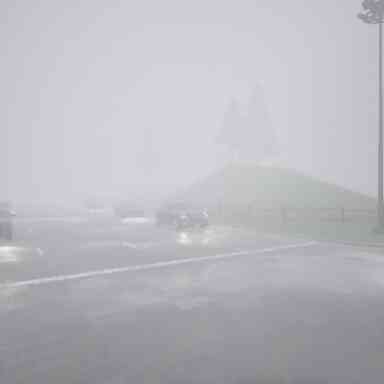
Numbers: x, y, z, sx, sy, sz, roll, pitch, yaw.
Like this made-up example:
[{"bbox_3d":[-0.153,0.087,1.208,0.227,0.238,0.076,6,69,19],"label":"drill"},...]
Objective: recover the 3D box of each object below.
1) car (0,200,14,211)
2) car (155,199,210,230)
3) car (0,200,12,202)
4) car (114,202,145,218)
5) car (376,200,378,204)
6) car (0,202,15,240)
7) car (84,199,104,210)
[{"bbox_3d":[-24.755,1.756,44.121,1.895,1.301,4.718,0,0,-28],"label":"car"},{"bbox_3d":[-0.725,1.390,21.532,2.097,1.767,4.553,0,0,-28],"label":"car"},{"bbox_3d":[-16.815,1.615,29.217,2.033,1.411,5.357,0,0,-29],"label":"car"},{"bbox_3d":[-5.829,1.623,30.989,1.994,1.385,4.181,0,0,-28],"label":"car"},{"bbox_3d":[33.464,1.535,56.281,1.882,1.535,5.008,0,0,-14],"label":"car"},{"bbox_3d":[-10.224,1.519,17.024,1.882,1.535,5.008,0,0,-28],"label":"car"},{"bbox_3d":[-13.105,1.655,44.543,1.994,1.385,4.181,0,0,-28],"label":"car"}]
